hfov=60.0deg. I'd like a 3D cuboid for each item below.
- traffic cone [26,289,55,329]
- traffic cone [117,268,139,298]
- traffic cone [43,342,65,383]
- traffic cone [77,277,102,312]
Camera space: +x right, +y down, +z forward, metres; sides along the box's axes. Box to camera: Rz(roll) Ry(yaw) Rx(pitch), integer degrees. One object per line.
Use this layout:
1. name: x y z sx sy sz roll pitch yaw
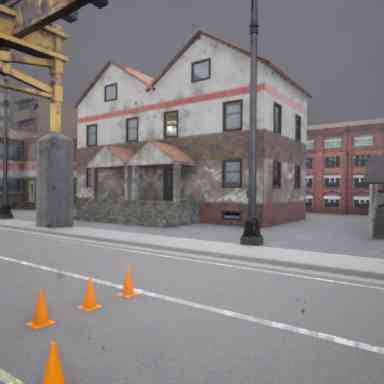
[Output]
1. traffic cone: -2.563 1.948 5.641 0.340 0.580 0.340 0 0 36
2. traffic cone: -1.393 1.948 7.263 0.340 0.580 0.340 0 0 36
3. traffic cone: -1.526 1.951 3.660 0.340 0.580 0.340 0 0 36
4. traffic cone: -1.978 1.948 6.452 0.340 0.580 0.340 0 0 36
